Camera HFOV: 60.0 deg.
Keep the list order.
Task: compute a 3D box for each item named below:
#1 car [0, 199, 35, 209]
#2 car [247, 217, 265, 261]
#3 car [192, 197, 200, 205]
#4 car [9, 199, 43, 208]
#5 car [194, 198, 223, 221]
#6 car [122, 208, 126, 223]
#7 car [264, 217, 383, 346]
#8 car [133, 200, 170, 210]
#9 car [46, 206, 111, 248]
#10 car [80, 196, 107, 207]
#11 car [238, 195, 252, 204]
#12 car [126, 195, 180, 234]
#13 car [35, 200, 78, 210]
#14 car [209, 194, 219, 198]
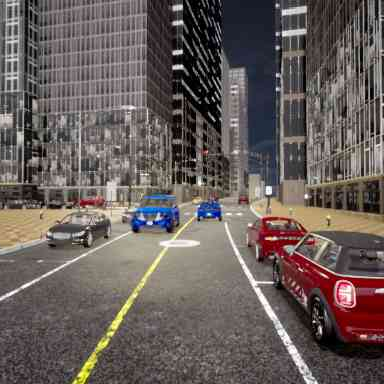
[{"bbox_3d":[-22.388,1.655,43.210,4.403,1.369,2.008,0,-1,13],"label":"car"},{"bbox_3d":[3.010,1.547,11.953,1.887,1.381,4.507,1,0,3],"label":"car"},{"bbox_3d":[1.177,1.642,62.514,1.752,1.417,4.829,1,0,12],"label":"car"},{"bbox_3d":[-26.020,1.835,52.171,4.403,1.369,2.008,0,-1,13],"label":"car"},{"bbox_3d":[1.486,1.495,27.121,1.882,1.535,5.008,0,0,5],"label":"car"},{"bbox_3d":[-4.122,1.574,25.653,2.008,1.369,4.403,1,0,5],"label":"car"},{"bbox_3d":[2.816,1.441,6.313,1.967,1.590,4.097,1,0,2],"label":"car"},{"bbox_3d":[-5.347,1.702,44.006,4.718,1.301,1.895,-1,-1,30],"label":"car"},{"bbox_3d":[-4.877,1.562,14.863,2.008,1.369,4.403,1,0,3],"label":"car"},{"bbox_3d":[-15.134,1.536,49.590,5.009,1.841,2.192,0,-1,13],"label":"car"},{"bbox_3d":[10.095,1.412,65.066,2.192,1.841,5.009,1,0,13],"label":"car"},{"bbox_3d":[-1.975,1.233,19.719,2.150,2.045,5.566,0,0,4],"label":"car"},{"bbox_3d":[-16.948,1.638,41.919,4.313,1.339,1.947,0,-1,13],"label":"car"},{"bbox_3d":[5.176,1.493,78.752,2.192,1.841,5.009,1,0,14],"label":"car"}]
